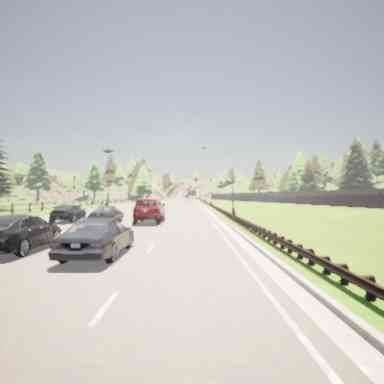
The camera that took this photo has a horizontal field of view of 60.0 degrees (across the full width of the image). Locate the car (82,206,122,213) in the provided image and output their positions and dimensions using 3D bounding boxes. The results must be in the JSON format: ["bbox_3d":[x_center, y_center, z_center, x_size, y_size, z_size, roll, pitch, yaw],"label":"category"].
[{"bbox_3d":[-6.995,1.851,27.496,2.033,1.411,5.357,0,-1,0],"label":"car"}]

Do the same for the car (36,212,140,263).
[{"bbox_3d":[-3.494,1.686,12.489,2.033,1.411,5.357,0,-1,0],"label":"car"}]

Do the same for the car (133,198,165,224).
[{"bbox_3d":[-3.495,1.528,27.559,2.150,2.045,5.566,0,0,0],"label":"car"}]

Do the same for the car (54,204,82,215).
[{"bbox_3d":[-10.485,1.821,28.476,1.837,1.490,4.892,0,0,0],"label":"car"}]

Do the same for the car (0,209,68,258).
[{"bbox_3d":[-6.983,1.656,13.486,1.837,1.490,4.892,0,0,0],"label":"car"}]

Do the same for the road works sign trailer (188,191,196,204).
[{"bbox_3d":[-0.008,1.463,91.016,2.380,3.560,2.880,0,-1,0],"label":"road works sign trailer"}]
